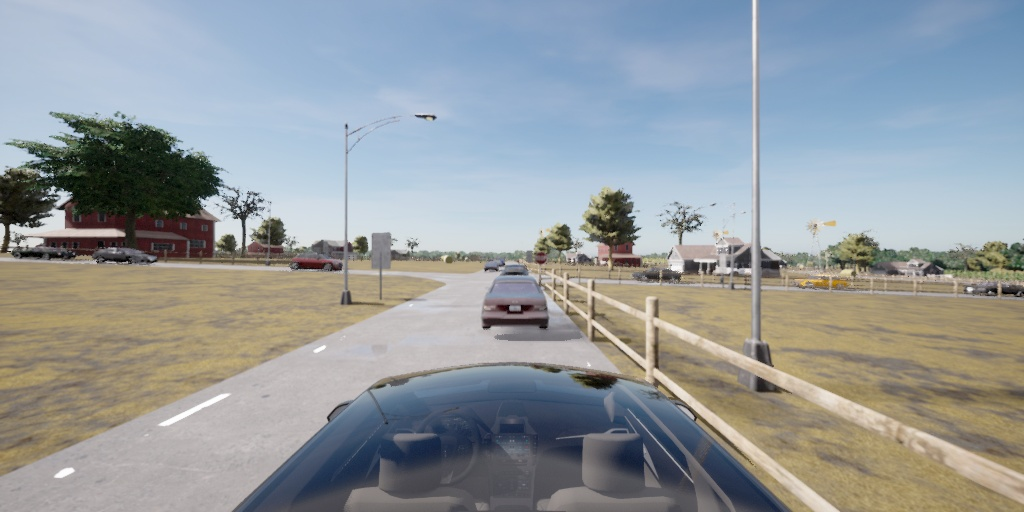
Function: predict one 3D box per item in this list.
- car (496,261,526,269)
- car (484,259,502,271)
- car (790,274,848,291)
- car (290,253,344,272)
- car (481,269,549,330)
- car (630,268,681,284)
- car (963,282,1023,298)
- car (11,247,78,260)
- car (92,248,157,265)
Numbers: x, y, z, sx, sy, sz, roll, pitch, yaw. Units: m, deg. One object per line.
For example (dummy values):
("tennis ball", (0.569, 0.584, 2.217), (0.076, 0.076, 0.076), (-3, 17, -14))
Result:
("car", (0.249, 1.314, 23.912), (1.837, 1.490, 4.892), (0, 0, 3))
("car", (-2.853, 1.451, 50.154), (2.033, 1.411, 5.357), (0, 0, 0))
("car", (31.209, 2.620, 36.587), (5.008, 1.535, 1.882), (2, 0, 0))
("car", (-18.076, 0.549, 33.577), (4.553, 1.767, 2.097), (2, 0, 0))
("car", (0.087, 1.317, 11.218), (2.033, 1.411, 5.357), (0, 0, 0))
("car", (14.563, 1.976, 36.570), (4.892, 1.490, 1.837), (2, 0, 0))
("car", (49.104, 3.429, 36.516), (4.902, 1.511, 2.128), (2, 0, 0))
("car", (-47.528, -0.257, 36.439), (4.718, 1.301, 1.895), (2, 0, 0))
("car", (-36.129, 0.026, 33.560), (4.902, 1.511, 2.128), (2, 0, 0))
